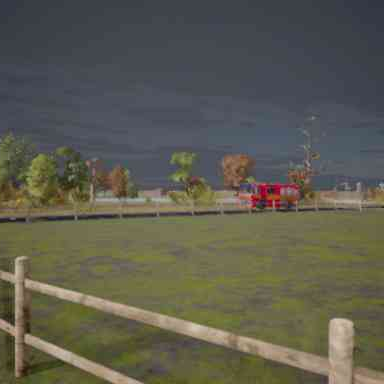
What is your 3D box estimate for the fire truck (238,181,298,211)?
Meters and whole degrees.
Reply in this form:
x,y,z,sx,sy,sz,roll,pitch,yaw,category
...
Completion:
x,y,z,sx,sy,sz,roll,pitch,yaw,category
10.363,0.482,44.895,8.468,3.827,2.891,0,0,-31,fire truck
